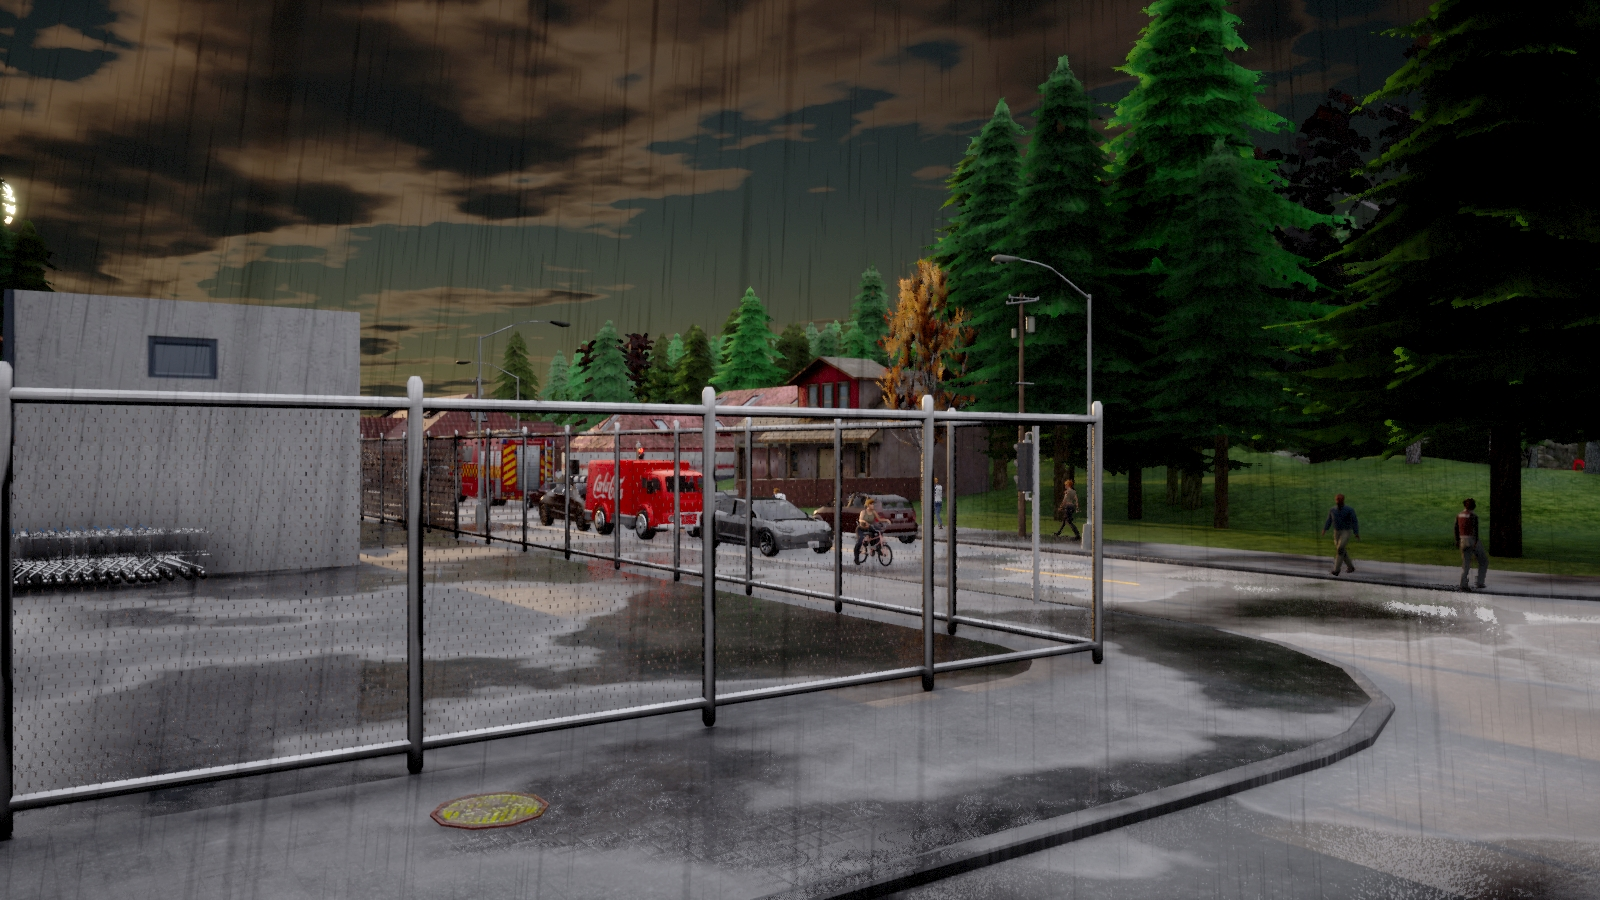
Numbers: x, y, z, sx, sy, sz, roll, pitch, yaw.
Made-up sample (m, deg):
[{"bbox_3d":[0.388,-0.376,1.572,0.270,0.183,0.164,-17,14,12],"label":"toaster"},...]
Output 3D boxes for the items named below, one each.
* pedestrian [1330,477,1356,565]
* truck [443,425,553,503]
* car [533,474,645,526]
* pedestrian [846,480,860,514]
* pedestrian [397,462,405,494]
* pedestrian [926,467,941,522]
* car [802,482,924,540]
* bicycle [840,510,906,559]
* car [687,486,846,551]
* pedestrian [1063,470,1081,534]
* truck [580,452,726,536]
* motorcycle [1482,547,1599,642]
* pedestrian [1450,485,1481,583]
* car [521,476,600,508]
[{"bbox_3d":[11.646,1.520,24.516,0.375,1.860,0.375,0,0,-36],"label":"pedestrian"},{"bbox_3d":[-16.070,0.667,60.303,2.891,3.827,8.468,0,0,-35],"label":"truck"},{"bbox_3d":[-7.756,1.772,41.538,2.152,1.651,5.027,0,0,-34],"label":"car"},{"bbox_3d":[2.035,1.801,43.756,0.375,1.300,0.375,0,0,-34],"label":"pedestrian"},{"bbox_3d":[-23.302,1.625,66.724,0.375,1.860,0.375,0,0,-29],"label":"pedestrian"},{"bbox_3d":[4.554,1.520,38.858,0.375,1.860,0.375,0,0,-23],"label":"pedestrian"},{"bbox_3d":[1.867,1.802,34.631,1.789,1.549,3.705,0,0,-35],"label":"car"},{"bbox_3d":[1.773,2.033,27.810,0.859,1.080,1.487,0,0,-35],"label":"bicycle"},{"bbox_3d":[-1.029,1.840,31.812,2.163,1.488,4.792,0,0,-35],"label":"car"},{"bbox_3d":[8.031,1.522,33.752,0.375,1.860,0.375,0,0,-40],"label":"pedestrian"},{"bbox_3d":[-4.910,1.337,37.383,2.627,2.467,5.204,0,0,-35],"label":"truck"},{"bbox_3d":[10.644,1.990,15.796,2.033,1.145,0.803,0,0,36],"label":"motorcycle"},{"bbox_3d":[12.951,1.625,22.253,0.375,1.860,0.375,0,0,-25],"label":"pedestrian"},{"bbox_3d":[-11.268,1.931,53.453,1.895,1.301,4.718,0,0,-35],"label":"car"}]
